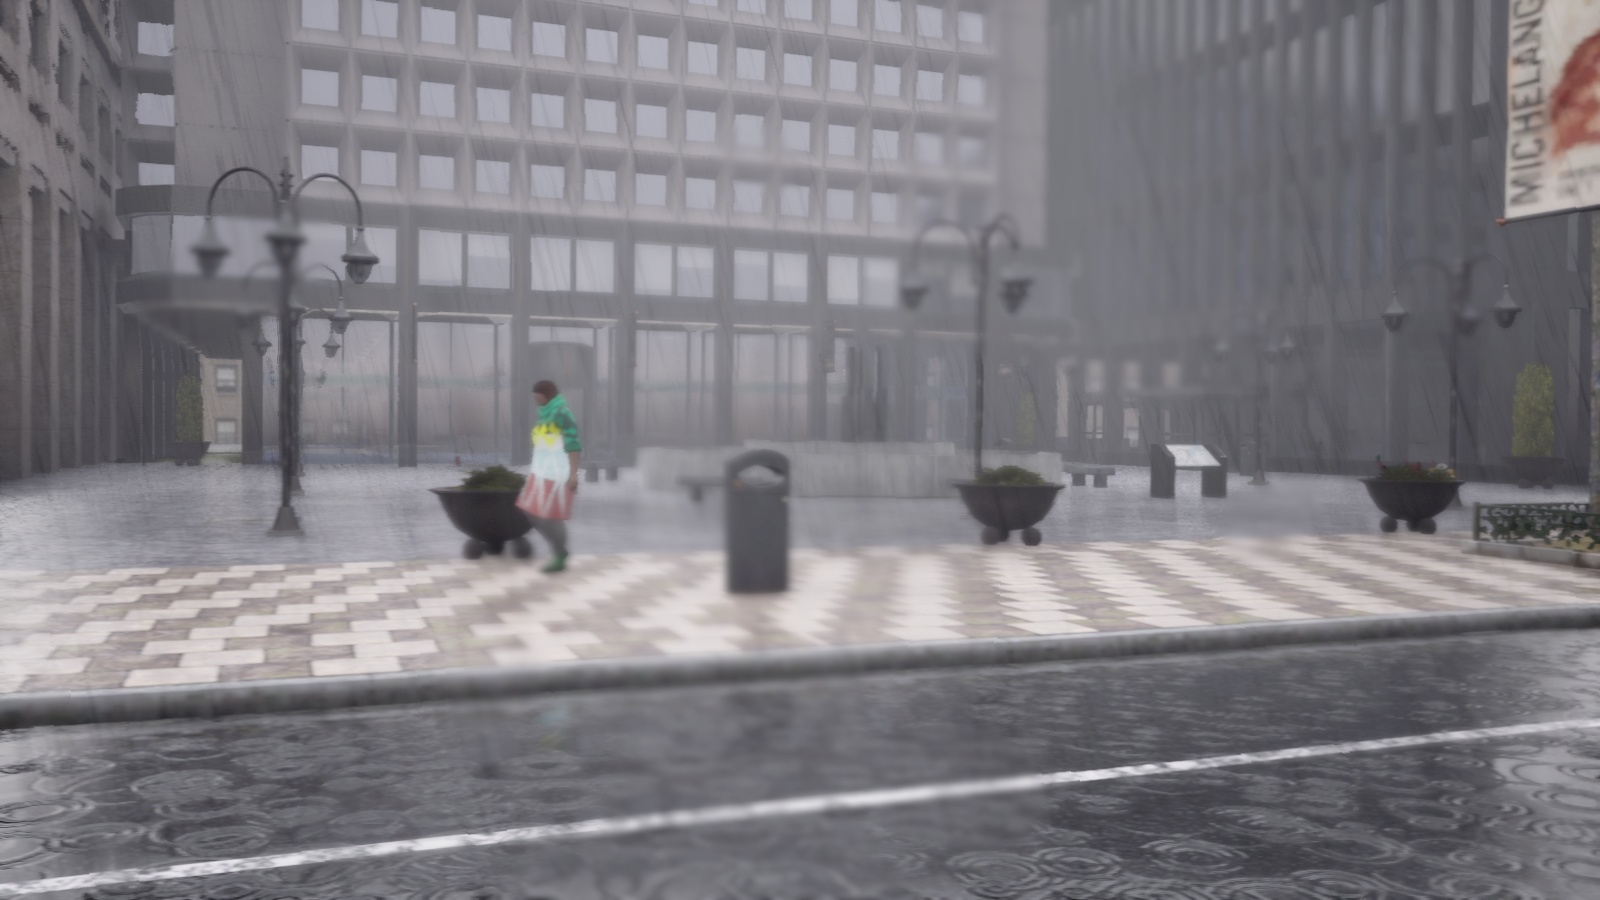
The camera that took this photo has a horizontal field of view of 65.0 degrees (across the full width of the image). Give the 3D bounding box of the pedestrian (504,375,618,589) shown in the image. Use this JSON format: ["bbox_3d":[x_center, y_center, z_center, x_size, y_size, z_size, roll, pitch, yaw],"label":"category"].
[{"bbox_3d":[-2.265,0.281,11.895,0.873,1.952,0.659,-1,1,-28],"label":"pedestrian"}]
